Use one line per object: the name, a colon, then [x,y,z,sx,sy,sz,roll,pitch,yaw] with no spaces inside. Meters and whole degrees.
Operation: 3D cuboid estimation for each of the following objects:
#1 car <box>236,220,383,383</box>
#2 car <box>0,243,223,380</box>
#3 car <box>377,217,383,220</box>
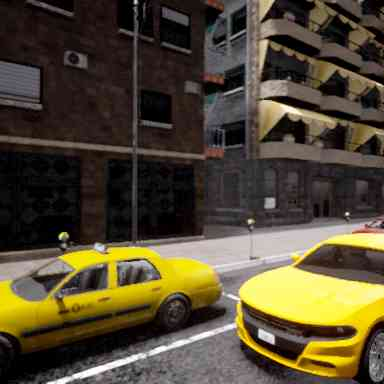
car: [2.929,1.478,5.510,5.008,1.535,1.882,0,0,-36]
car: [-1.706,1.551,5.332,4.829,1.417,1.752,0,1,-36]
car: [7.440,1.537,11.979,4.507,1.381,1.887,0,1,-36]
